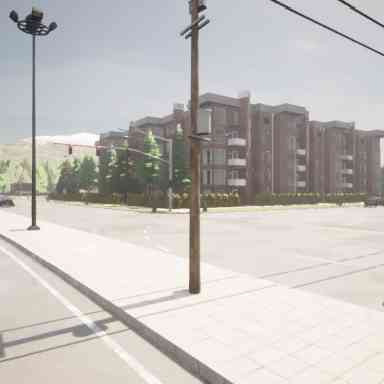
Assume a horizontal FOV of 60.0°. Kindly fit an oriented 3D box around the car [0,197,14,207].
[{"bbox_3d":[-29.227,1.526,52.202,1.812,1.442,4.674,0,0,-36],"label":"car"}]

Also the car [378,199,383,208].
[{"bbox_3d":[6.428,1.222,5.281,2.150,2.045,5.566,0,0,-36],"label":"car"}]

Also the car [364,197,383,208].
[{"bbox_3d":[27.585,1.491,49.504,4.902,1.511,2.128,0,0,-35],"label":"car"}]
